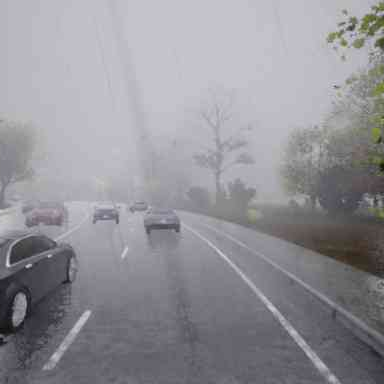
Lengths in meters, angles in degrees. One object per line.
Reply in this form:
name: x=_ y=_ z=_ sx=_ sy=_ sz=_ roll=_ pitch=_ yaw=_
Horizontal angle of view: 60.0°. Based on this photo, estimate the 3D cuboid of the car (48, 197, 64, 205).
car: x=-24.538 y=1.643 z=59.837 sx=1.895 sy=1.301 sz=4.718 roll=0 pitch=0 yaw=-31

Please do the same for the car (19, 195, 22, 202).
car: x=-17.341 y=1.384 z=36.710 sx=2.097 sy=1.767 sz=4.553 roll=0 pitch=0 yaw=-20

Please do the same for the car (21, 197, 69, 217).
car: x=-9.711 y=1.377 z=22.636 sx=2.097 sy=1.767 sz=4.553 roll=0 pitch=0 yaw=-13

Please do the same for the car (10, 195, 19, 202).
car: x=-38.050 y=1.448 z=72.282 sx=1.812 sy=1.442 sz=4.674 roll=0 pitch=0 yaw=-41

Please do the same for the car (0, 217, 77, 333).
car: x=-3.781 y=1.517 z=6.711 sx=1.837 sy=1.490 sz=4.892 roll=0 pitch=0 yaw=-4

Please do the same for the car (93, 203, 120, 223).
car: x=-6.526 y=1.545 z=25.460 sx=1.812 sy=1.442 sz=4.674 roll=0 pitch=0 yaw=-13

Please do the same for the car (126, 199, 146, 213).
car: x=-6.196 y=1.513 z=37.177 sx=2.128 sy=1.511 sz=4.902 roll=0 pitch=0 yaw=-18

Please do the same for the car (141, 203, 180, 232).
car: x=-1.892 y=1.573 z=20.155 sx=1.994 sy=1.385 sz=4.181 roll=0 pitch=0 yaw=-10
